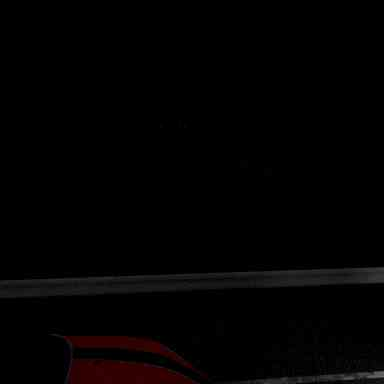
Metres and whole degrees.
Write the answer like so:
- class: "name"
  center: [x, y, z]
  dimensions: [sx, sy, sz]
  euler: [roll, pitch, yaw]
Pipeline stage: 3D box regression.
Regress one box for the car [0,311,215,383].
- class: "car"
  center: [-1.856, 1.352, 1.660]
  dimensions: [4.553, 1.767, 2.097]
  euler: [0, 0, -6]
